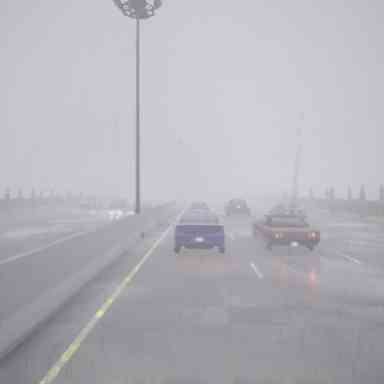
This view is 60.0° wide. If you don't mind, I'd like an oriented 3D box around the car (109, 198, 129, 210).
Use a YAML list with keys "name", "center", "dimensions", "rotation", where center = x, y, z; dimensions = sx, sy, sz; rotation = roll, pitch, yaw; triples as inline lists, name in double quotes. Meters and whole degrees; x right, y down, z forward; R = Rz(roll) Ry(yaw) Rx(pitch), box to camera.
- name: "car"
  center: [-9.721, 1.524, 44.596]
  dimensions: [2.128, 1.511, 4.902]
  rotation: [0, 0, 1]

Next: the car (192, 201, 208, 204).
- name: "car"
  center: [0.696, 1.591, 32.351]
  dimensions: [1.994, 1.385, 4.181]
  rotation: [0, 0, 1]

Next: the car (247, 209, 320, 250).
- name: "car"
  center: [3.818, 1.615, 14.427]
  dimensions: [1.895, 1.301, 4.718]
  rotation: [0, 0, 1]

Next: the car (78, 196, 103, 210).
- name: "car"
  center: [-13.244, 1.380, 43.594]
  dimensions: [2.097, 1.767, 4.553]
  rotation: [0, 0, 1]

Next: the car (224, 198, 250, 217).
- name: "car"
  center: [4.183, 1.381, 31.638]
  dimensions: [2.097, 1.767, 4.553]
  rotation: [0, 0, 1]

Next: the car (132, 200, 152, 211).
- name: "car"
  center: [-6.280, 1.633, 42.306]
  dimensions: [1.895, 1.301, 4.718]
  rotation: [0, 0, 1]

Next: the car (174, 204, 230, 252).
- name: "car"
  center: [0.310, 1.490, 13.950]
  dimensions: [1.882, 1.535, 5.008]
  rotation: [0, 0, 1]

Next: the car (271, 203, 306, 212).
- name: "car"
  center: [7.574, 1.574, 26.571]
  dimensions: [2.033, 1.411, 5.357]
  rotation: [0, 0, 1]
